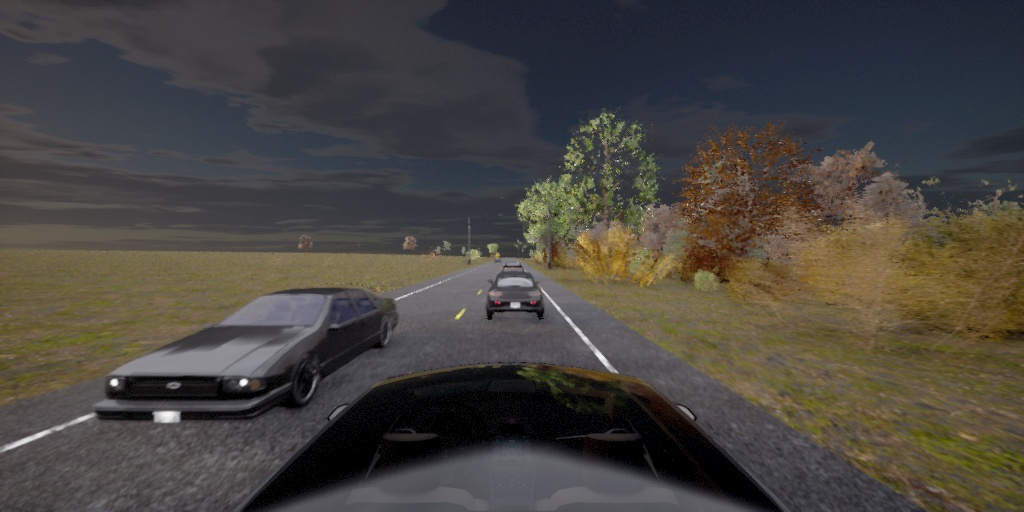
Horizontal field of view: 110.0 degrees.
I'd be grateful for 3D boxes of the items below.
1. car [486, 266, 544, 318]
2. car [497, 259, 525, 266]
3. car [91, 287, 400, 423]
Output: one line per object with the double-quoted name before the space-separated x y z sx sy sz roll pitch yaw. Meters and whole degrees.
"car" 0.097 1.255 12.691 1.812 1.442 4.674 0 0 0
"car" 0.091 1.189 30.684 2.128 1.511 4.902 0 0 0
"car" -3.603 1.288 6.403 2.033 1.411 5.357 0 0 0
